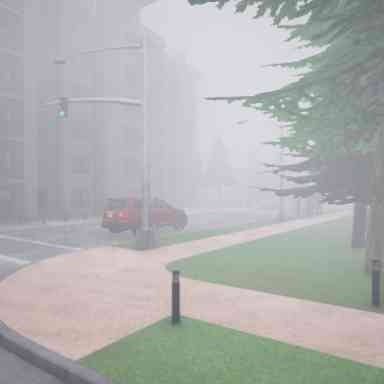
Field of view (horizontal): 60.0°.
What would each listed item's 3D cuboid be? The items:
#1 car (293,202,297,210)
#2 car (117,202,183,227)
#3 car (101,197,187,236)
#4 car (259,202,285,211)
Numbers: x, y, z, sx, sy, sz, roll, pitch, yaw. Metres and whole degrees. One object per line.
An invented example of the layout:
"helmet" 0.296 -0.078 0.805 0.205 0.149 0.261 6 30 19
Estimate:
"car" 14.611 1.619 42.399 2.033 1.411 5.357 0 0 37
"car" -2.975 1.565 24.711 1.882 1.535 5.008 0 0 37
"car" -2.599 1.308 19.174 2.150 2.045 5.566 0 0 37
"car" 10.315 1.610 42.532 1.812 1.442 4.674 0 0 37
